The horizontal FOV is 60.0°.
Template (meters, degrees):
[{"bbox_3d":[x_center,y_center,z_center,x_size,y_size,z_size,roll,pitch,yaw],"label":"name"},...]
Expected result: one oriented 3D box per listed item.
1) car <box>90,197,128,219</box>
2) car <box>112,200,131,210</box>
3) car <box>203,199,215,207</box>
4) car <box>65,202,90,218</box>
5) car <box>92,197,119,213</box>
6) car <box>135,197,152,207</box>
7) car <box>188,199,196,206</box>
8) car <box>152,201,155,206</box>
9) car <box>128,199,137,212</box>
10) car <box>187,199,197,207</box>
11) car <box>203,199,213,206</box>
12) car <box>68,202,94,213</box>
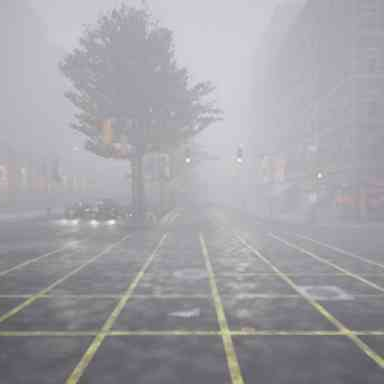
[{"bbox_3d":[-8.084,1.678,32.740,2.097,1.767,4.553,0,-1,0],"label":"car"},{"bbox_3d":[-11.509,2.037,54.863,2.128,1.511,4.902,0,-1,0],"label":"car"},{"bbox_3d":[3.490,2.188,64.743,2.033,1.411,5.357,0,-1,0],"label":"car"},{"bbox_3d":[-11.573,1.835,34.507,2.128,1.511,4.902,0,-1,0],"label":"car"},{"bbox_3d":[-11.507,1.663,44.428,2.150,2.045,5.566,0,-1,0],"label":"car"},{"bbox_3d":[-8.008,1.730,51.242,2.150,2.045,5.566,0,-1,0],"label":"car"},{"bbox_3d":[-0.012,2.230,73.743,1.837,1.490,4.892,0,-1,0],"label":"car"},{"bbox_3d":[-8.010,2.170,61.053,1.994,1.385,4.181,0,-1,0],"label":"car"},{"bbox_3d":[-8.030,1.939,41.623,1.812,1.442,4.674,0,-1,1],"label":"car"},{"bbox_3d":[-0.010,2.184,64.280,2.033,1.411,5.357,0,-1,0],"label":"car"},{"bbox_3d":[3.488,2.282,73.743,1.994,1.385,4.181,0,-1,0],"label":"car"},{"bbox_3d":[-14.756,2.038,44.543,1.895,1.301,4.718,0,-1,0],"label":"car"}]
